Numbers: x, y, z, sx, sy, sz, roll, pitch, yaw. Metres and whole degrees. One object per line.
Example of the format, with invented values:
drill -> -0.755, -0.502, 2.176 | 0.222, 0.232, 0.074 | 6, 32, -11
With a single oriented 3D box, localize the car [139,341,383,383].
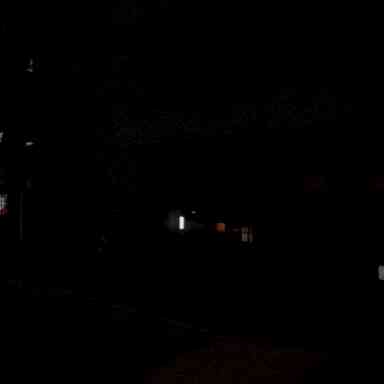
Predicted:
car -> 1.585, 1.522, 1.731 | 4.829, 1.417, 1.752 | -1, 0, 36
